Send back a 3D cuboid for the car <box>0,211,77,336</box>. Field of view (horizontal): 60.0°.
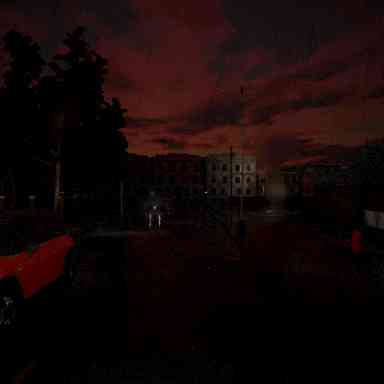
[{"bbox_3d":[-3.966,1.352,6.632,2.097,1.767,4.553,0,0,-1],"label":"car"}]

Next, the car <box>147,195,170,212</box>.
[{"bbox_3d":[-4.139,1.491,39.465,2.128,1.511,4.902,0,0,0],"label":"car"}]

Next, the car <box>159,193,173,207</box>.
[{"bbox_3d":[-4.118,1.221,50.054,2.150,2.045,5.566,0,0,1],"label":"car"}]
